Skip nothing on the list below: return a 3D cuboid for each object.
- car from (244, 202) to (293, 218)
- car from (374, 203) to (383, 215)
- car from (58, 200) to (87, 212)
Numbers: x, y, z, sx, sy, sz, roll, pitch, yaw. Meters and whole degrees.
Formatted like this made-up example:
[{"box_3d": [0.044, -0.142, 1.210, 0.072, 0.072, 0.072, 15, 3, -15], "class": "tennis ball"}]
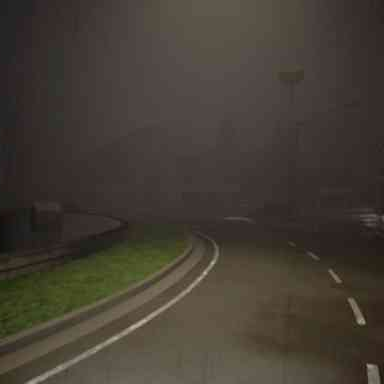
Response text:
[{"box_3d": [7.170, 1.702, 31.295, 4.674, 1.442, 1.812, 1, 0, -16], "class": "car"}, {"box_3d": [23.245, 1.886, 38.721, 4.902, 1.511, 2.128, 1, 0, -31], "class": "car"}, {"box_3d": [-14.201, 1.531, 36.874, 4.718, 1.301, 1.895, 1, 0, 11], "class": "car"}]
